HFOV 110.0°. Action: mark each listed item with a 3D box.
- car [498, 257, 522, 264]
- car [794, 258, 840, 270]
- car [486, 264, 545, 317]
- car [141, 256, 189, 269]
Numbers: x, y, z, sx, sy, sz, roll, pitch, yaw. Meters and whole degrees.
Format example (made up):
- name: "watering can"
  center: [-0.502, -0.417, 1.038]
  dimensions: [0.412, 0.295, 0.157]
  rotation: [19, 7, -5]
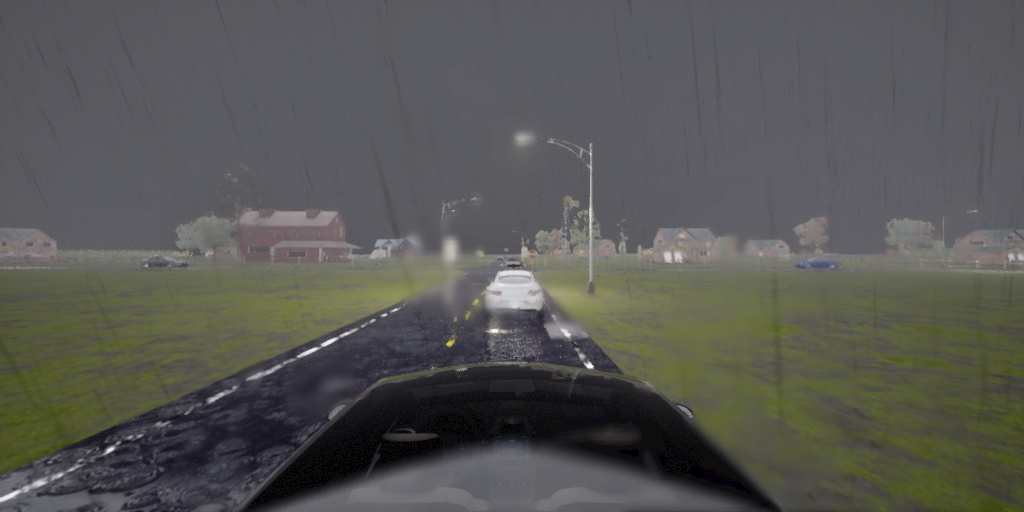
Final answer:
- name: "car"
  center: [0.096, 1.036, 28.998]
  dimensions: [1.837, 1.490, 4.892]
  rotation: [0, 0, 0]
- name: "car"
  center: [39.215, 1.028, 46.232]
  dimensions: [5.008, 1.535, 1.882]
  rotation: [0, 1, 1]
- name: "car"
  center: [0.099, 1.190, 12.572]
  dimensions: [1.812, 1.442, 4.674]
  rotation: [0, 1, 0]
- name: "car"
  center: [-42.514, 0.798, 43.957]
  dimensions: [4.892, 1.490, 1.837]
  rotation: [0, 1, 1]
